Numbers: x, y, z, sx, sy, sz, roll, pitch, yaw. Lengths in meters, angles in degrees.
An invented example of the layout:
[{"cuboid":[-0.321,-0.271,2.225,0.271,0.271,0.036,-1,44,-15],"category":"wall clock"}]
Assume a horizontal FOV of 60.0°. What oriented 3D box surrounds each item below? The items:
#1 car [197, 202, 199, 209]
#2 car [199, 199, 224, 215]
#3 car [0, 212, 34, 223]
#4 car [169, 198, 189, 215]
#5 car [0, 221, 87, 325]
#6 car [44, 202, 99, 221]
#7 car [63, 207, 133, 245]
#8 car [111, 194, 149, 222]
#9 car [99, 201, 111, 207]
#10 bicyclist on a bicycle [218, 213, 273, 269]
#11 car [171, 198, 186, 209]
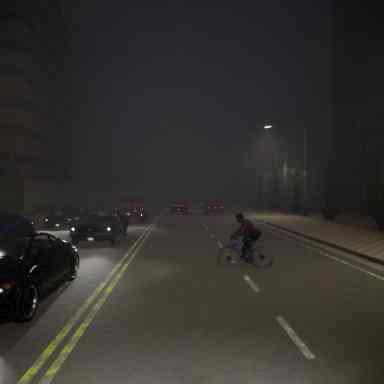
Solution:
[{"cuboid":[1.688,1.601,43.842,1.895,1.301,4.718,0,0,-2],"category":"car"},{"cuboid":[2.147,1.547,34.208,2.033,1.411,5.357,0,0,-2],"category":"car"},{"cuboid":[-7.572,1.478,12.207,1.882,1.535,5.008,0,0,-3],"category":"car"},{"cuboid":[-1.368,1.491,34.598,2.128,1.511,4.902,0,0,-2],"category":"car"},{"cuboid":[-3.847,1.564,6.977,1.994,1.385,4.181,0,0,-2],"category":"car"},{"cuboid":[-7.991,1.547,22.112,2.033,1.411,5.357,0,0,-3],"category":"car"},{"cuboid":[-4.218,1.601,15.729,1.895,1.301,4.718,0,0,-2],"category":"car"},{"cuboid":[-4.659,1.221,26.411,2.150,2.045,5.566,0,0,-3],"category":"car"},{"cuboid":[-8.376,1.564,32.022,1.994,1.385,4.181,0,0,-2],"category":"car"},{"cuboid":[1.560,1.451,9.733,1.656,1.620,0.582,-1,0,-2],"category":"bicyclist on a bicycle"},{"cuboid":[-1.902,1.547,46.490,2.033,1.411,5.357,0,0,-2],"category":"car"}]
